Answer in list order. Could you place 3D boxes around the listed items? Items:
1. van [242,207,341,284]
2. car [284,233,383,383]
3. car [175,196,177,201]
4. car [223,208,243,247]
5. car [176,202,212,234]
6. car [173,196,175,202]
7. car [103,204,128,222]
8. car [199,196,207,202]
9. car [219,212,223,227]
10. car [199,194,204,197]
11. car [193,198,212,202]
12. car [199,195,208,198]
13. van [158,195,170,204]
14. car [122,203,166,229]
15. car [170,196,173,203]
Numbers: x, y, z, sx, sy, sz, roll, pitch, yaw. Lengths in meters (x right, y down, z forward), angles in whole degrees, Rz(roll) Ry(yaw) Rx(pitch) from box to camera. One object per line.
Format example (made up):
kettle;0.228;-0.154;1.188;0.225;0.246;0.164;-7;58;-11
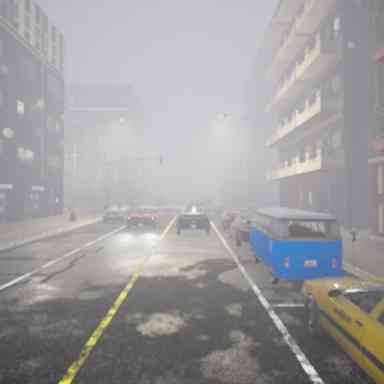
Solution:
van;2.658;1.367;9.303;1.690;1.788;3.998;1;0;0
car;2.664;1.536;3.802;1.752;1.417;4.829;1;0;0
car;-5.501;1.786;87.090;1.947;1.339;4.313;1;0;0
car;2.645;1.623;14.973;1.802;1.307;4.206;1;0;0
car;0.070;1.545;19.441;2.128;1.511;4.902;0;0;0
car;-5.554;1.633;75.749;1.967;1.590;4.097;1;0;0
car;-5.810;1.621;26.370;2.008;1.369;4.403;1;0;0
car;2.879;1.801;87.025;1.802;1.307;4.206;1;0;0
car;2.636;1.638;20.644;1.802;1.307;4.206;1;0;0
car;2.852;1.756;81.355;2.008;1.369;4.403;1;0;0
car;0.694;1.658;35.645;1.994;1.385;4.181;0;0;9
car;2.868;1.711;62.767;2.008;1.369;4.403;1;0;0
van;-5.683;1.507;64.416;1.690;1.788;3.998;1;0;0
car;-3.083;1.660;22.195;1.895;1.301;4.718;0;0;0
car;-5.583;1.745;70.078;1.947;1.339;4.313;1;0;0
